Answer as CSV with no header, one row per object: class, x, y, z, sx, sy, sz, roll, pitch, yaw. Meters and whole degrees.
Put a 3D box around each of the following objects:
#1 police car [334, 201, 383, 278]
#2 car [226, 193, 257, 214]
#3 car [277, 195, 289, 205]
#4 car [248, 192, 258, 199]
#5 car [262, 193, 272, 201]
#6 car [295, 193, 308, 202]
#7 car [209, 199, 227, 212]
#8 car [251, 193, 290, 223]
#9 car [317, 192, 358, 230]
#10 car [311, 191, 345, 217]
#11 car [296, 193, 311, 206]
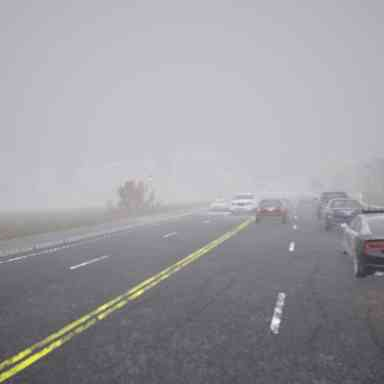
police car,5.427,1.268,9.472,1.930,1.638,5.238,-2,0,19
car,5.435,1.141,34.357,2.150,2.045,5.566,-2,0,17
car,14.633,1.198,53.439,1.812,1.442,4.674,-2,-1,16
car,14.400,0.868,78.142,1.882,1.535,5.008,-2,0,14
car,16.646,1.028,73.777,1.882,1.535,5.008,-2,0,15
car,19.926,1.020,60.735,1.837,1.490,4.892,-2,0,15
car,3.442,1.527,38.906,1.812,1.442,4.674,-2,0,17
car,5.891,1.222,24.256,2.097,1.767,4.553,-2,0,18
car,8.522,1.116,18.903,2.097,1.767,4.553,-2,0,18
car,10.371,0.944,24.713,2.150,2.045,5.566,-2,0,18
car,16.087,1.090,46.841,2.128,1.511,4.902,-2,0,16
